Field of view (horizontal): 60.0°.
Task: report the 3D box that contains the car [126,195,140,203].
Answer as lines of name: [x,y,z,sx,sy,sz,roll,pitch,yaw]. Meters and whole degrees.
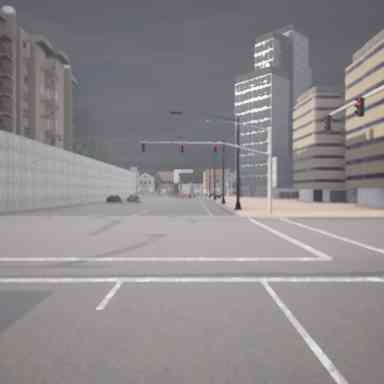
car: [-10.560,1.261,59.924,1.837,1.490,4.892,0,0,1]

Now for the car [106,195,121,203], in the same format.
car: [-14.056,1.234,59.893,1.882,1.535,5.008,0,0,1]
